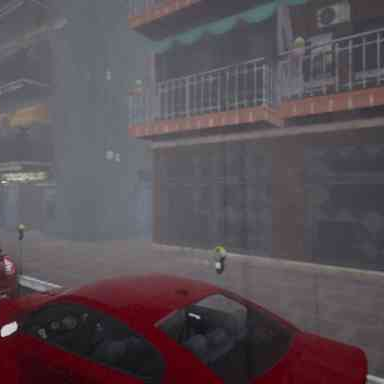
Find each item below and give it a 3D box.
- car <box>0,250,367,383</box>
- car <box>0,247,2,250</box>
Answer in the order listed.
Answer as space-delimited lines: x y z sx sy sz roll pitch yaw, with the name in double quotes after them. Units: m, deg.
-0.691 1.536 3.367 4.507 1.381 1.887 0 0 36 "car"
-5.297 1.412 6.655 4.097 1.590 1.967 0 0 36 "car"
